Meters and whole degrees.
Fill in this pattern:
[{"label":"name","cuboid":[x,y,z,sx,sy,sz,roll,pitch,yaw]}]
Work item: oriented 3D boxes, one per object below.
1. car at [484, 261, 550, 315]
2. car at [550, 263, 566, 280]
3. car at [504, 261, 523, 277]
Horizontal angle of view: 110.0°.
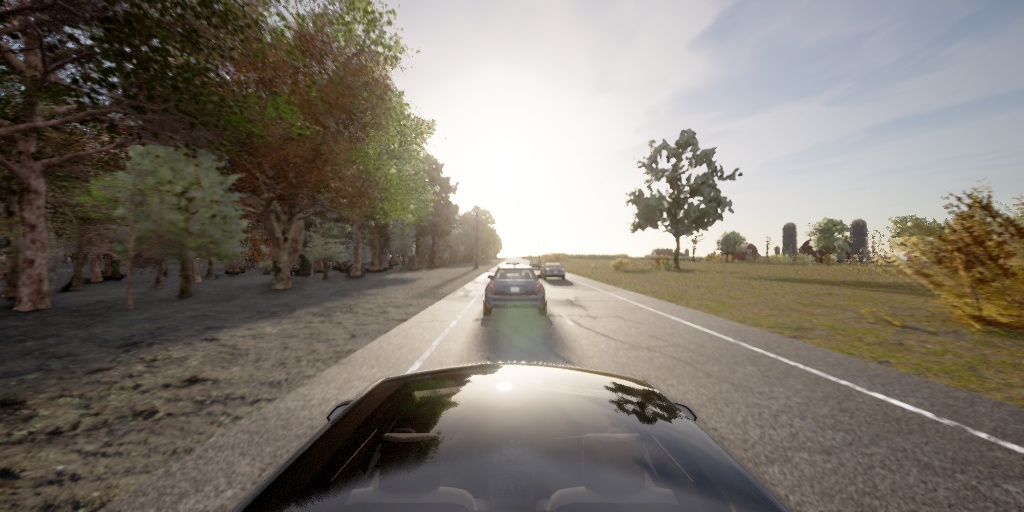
[{"label":"car","cuboid":[0.102,1.123,13.834,2.097,1.767,4.553,0,0,0]},{"label":"car","cuboid":[3.550,1.345,31.481,2.033,1.411,5.357,0,0,1]},{"label":"car","cuboid":[0.109,1.313,37.433,1.837,1.490,4.892,0,0,0]}]
